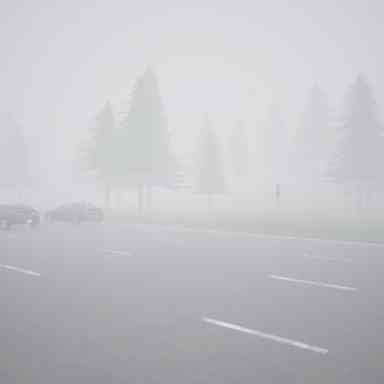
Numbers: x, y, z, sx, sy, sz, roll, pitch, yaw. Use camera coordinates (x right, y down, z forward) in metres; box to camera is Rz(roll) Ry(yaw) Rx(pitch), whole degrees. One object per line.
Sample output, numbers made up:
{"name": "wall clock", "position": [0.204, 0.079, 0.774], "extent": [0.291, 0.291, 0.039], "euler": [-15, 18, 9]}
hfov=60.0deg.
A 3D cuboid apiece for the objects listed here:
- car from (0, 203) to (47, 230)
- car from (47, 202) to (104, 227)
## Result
{"name": "car", "position": [-11.420, 1.455, 20.741], "extent": [4.892, 1.490, 1.837], "euler": [-1, 0, 36]}
{"name": "car", "position": [-8.106, 1.447, 22.677], "extent": [4.902, 1.511, 2.128], "euler": [0, 0, 36]}
